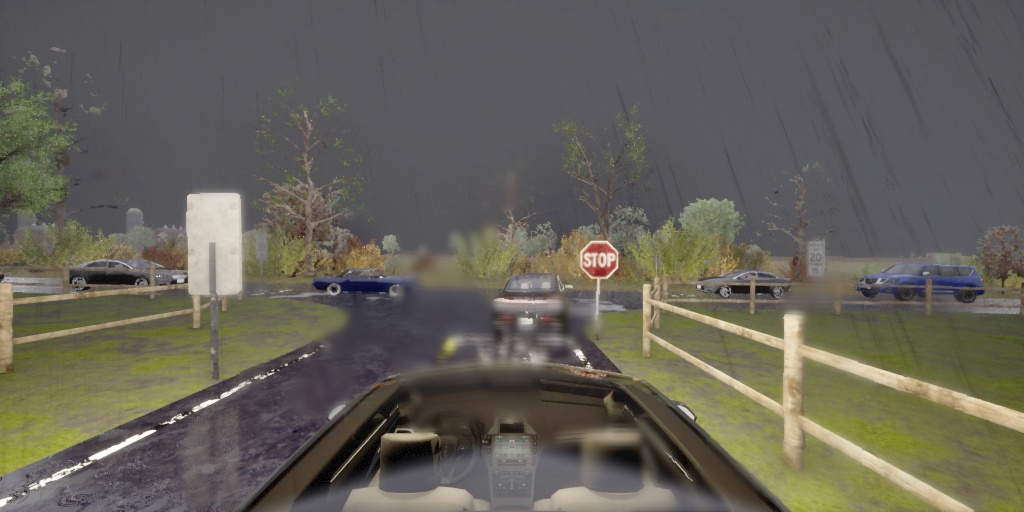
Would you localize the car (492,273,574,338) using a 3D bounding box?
[{"bbox_3d":[0.713,1.240,10.285,2.128,1.511,4.902,0,0,9],"label":"car"}]

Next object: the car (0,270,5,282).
[{"bbox_3d":[-27.781,0.718,17.365,4.674,1.442,1.812,1,1,0],"label":"car"}]

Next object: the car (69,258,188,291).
[{"bbox_3d":[-18.478,0.885,17.350,4.902,1.511,2.128,1,1,0],"label":"car"}]

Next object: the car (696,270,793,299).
[{"bbox_3d":[13.018,1.525,20.233,4.902,1.511,2.128,1,1,0],"label":"car"}]

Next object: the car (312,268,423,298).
[{"bbox_3d":[-6.810,1.249,17.323,4.718,1.301,1.895,1,1,0],"label":"car"}]

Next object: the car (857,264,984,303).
[{"bbox_3d":[22.914,1.466,20.214,5.566,2.045,2.150,1,1,0],"label":"car"}]
